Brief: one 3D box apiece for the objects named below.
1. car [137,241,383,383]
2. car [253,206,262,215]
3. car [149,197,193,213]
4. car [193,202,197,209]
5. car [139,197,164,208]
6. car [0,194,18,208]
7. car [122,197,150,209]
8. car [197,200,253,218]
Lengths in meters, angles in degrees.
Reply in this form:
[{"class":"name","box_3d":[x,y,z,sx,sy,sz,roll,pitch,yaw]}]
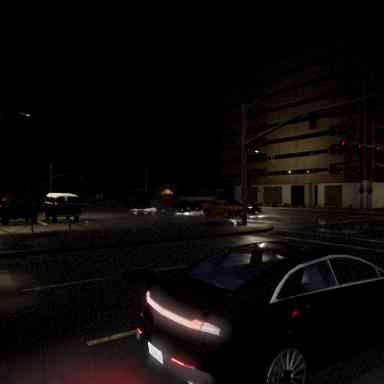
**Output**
[{"class":"car","box_3d":[1.620,1.492,4.895,4.902,1.511,2.128,0,0,-34]},{"class":"car","box_3d":[4.763,1.603,34.550,2.033,1.411,5.357,0,0,-34]},{"class":"car","box_3d":[-2.565,1.603,39.085,2.033,1.411,5.357,0,0,-34]},{"class":"car","box_3d":[-0.636,1.656,42.472,1.895,1.301,4.718,0,0,-34]},{"class":"car","box_3d":[-6.199,1.560,50.652,1.837,1.490,4.892,0,0,-34]},{"class":"car","box_3d":[-31.378,1.209,56.581,1.932,1.855,4.605,0,0,-34]},{"class":"car","box_3d":[-8.413,1.533,47.679,1.882,1.535,5.008,0,0,-34]},{"class":"car","box_3d":[2.966,1.533,30.973,1.882,1.535,5.008,0,0,-34]}]
